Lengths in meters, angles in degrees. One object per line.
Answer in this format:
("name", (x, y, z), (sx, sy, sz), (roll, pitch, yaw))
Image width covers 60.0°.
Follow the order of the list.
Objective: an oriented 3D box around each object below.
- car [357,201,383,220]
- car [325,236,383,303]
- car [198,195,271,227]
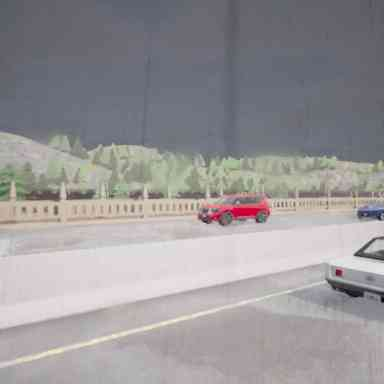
("car", (15.748, 1.510, 27.713), (5.008, 1.535, 1.882), (0, 0, -35))
("car", (5.062, 1.606, 7.254), (4.718, 1.301, 1.895), (0, 0, -35))
("car", (3.048, 1.204, 23.151), (5.566, 2.045, 2.150), (0, 0, -35))
